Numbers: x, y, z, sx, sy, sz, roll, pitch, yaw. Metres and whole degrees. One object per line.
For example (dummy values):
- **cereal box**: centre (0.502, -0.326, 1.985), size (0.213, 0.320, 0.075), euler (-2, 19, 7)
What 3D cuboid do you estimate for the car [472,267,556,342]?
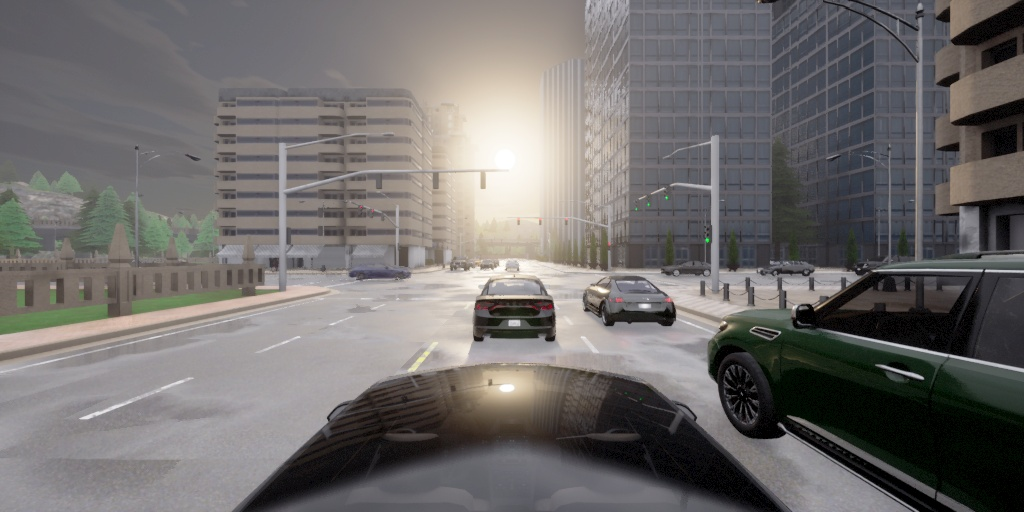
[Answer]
- **car**: centre (0.063, 1.228, 9.841), size (1.882, 1.535, 5.008), euler (0, 0, 0)

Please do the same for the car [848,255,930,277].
- **car**: centre (36.194, 0.916, 34.530), size (5.566, 2.045, 2.150), euler (0, 0, 0)

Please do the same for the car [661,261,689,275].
- **car**: centre (16.953, 1.199, 34.633), size (4.892, 1.490, 1.837), euler (0, 0, 0)

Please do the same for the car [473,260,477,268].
- **car**: centre (-7.125, 1.255, 59.278), size (1.837, 1.490, 4.892), euler (0, 0, 0)

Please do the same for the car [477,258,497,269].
- **car**: centre (-3.632, 1.255, 52.945), size (1.837, 1.490, 4.892), euler (0, 0, 0)

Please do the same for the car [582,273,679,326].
- **car**: centre (3.571, 1.314, 11.622), size (1.994, 1.385, 4.181), euler (0, 0, 0)

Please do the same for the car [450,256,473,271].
- **car**: centre (-7.132, 0.972, 49.574), size (2.150, 2.045, 5.566), euler (0, 0, 0)

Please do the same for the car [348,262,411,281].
- **car**: centre (-10.433, 1.237, 28.453), size (4.674, 1.442, 1.812), euler (1, 0, -12)

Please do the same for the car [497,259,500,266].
- **car**: centre (-3.613, 1.241, 62.285), size (2.128, 1.511, 4.902), euler (0, 0, 0)

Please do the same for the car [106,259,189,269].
- **car**: centre (-28.884, 1.200, 28.446), size (4.892, 1.490, 1.837), euler (0, 0, 9)

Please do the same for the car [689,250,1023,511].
- **car**: centre (3.601, 0.971, 2.268), size (2.150, 2.045, 5.566), euler (0, 0, 0)

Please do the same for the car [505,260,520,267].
- **car**: centre (0.033, 1.275, 51.504), size (1.812, 1.442, 4.674), euler (0, 0, 0)

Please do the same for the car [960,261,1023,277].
- **car**: centre (46.533, 1.220, 34.450), size (4.674, 1.442, 1.812), euler (0, 0, 1)

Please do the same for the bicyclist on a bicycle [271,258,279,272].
- **bicyclist on a bicycle**: centre (-26.109, 0.995, 39.787), size (0.582, 1.620, 1.656), euler (0, 0, 7)

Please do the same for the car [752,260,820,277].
- **car**: centre (26.315, 1.186, 34.582), size (4.902, 1.511, 2.128), euler (0, 0, 0)
